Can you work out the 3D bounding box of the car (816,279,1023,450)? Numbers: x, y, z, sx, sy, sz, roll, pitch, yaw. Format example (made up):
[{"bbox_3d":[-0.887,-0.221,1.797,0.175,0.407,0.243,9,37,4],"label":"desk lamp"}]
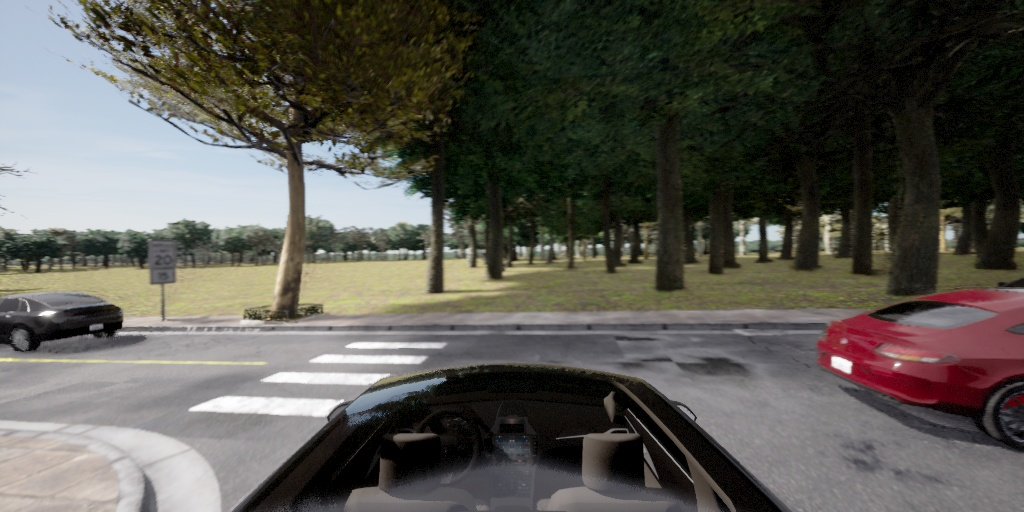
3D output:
[{"bbox_3d":[6.355,1.098,4.077,4.674,1.442,1.812,-2,0,10],"label":"car"}]

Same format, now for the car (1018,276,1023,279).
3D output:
[{"bbox_3d":[10.621,0.889,6.351,5.008,1.535,1.882,-2,0,10],"label":"car"}]

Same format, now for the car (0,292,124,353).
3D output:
[{"bbox_3d":[-14.123,1.854,10.532,4.892,1.490,1.837,-2,0,10],"label":"car"}]
